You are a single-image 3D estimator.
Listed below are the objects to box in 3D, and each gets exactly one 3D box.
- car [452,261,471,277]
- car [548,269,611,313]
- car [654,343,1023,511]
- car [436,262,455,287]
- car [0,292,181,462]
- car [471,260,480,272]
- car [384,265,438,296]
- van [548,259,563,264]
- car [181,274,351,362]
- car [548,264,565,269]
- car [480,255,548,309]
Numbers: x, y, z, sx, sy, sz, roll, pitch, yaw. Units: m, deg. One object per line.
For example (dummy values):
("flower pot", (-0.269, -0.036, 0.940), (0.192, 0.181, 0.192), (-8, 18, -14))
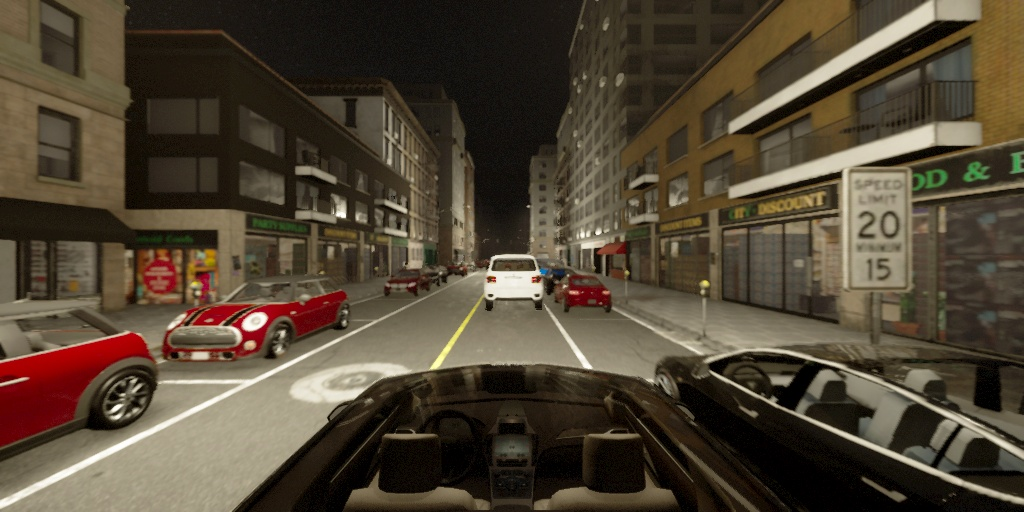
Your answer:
("car", (-5.514, 1.224, 35.755), (1.967, 1.591, 4.097), (0, 0, 0))
("car", (2.599, 1.330, 13.745), (1.802, 1.307, 4.207), (0, 0, 0))
("car", (2.642, 1.311, 2.723), (1.948, 1.339, 4.313), (0, 0, 0))
("car", (-5.470, 1.322, 24.734), (2.007, 1.370, 4.403), (0, 0, 0))
("car", (-5.383, 1.200, 2.691), (1.967, 1.591, 4.097), (0, 0, 0))
("car", (-5.558, 1.351, 46.776), (2.007, 1.370, 4.403), (0, 0, 0))
("car", (-5.448, 1.349, 19.223), (1.802, 1.307, 4.207), (0, 0, 0))
("van", (2.555, 1.097, 24.766), (1.690, 1.789, 3.998), (0, 0, 0))
("car", (-5.404, 1.202, 8.202), (1.967, 1.591, 4.097), (0, 0, 0))
("car", (2.577, 1.318, 19.255), (1.948, 1.339, 4.313), (0, 0, 0))
("car", (0.056, 0.976, 14.991), (2.150, 2.045, 5.566), (0, 0, 0))
